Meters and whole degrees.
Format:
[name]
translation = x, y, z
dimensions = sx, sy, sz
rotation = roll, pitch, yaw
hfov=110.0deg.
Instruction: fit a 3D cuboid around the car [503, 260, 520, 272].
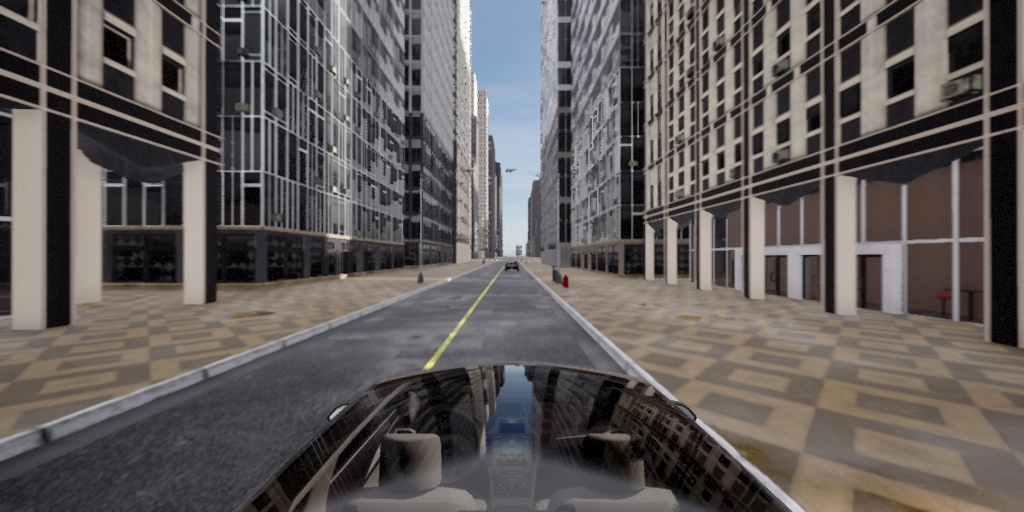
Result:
[car]
translation = -0.007, 1.215, 45.560
dimensions = 1.837, 1.490, 4.892
rotation = 0, 0, 0
